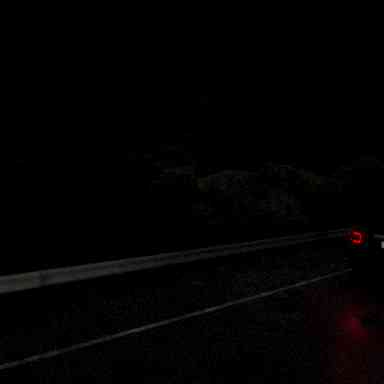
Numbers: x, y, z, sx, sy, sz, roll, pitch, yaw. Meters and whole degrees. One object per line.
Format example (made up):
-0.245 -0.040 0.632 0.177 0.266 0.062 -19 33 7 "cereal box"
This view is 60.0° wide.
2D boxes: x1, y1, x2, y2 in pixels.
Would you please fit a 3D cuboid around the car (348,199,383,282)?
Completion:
6.182 1.184 8.513 5.566 2.045 2.150 0 0 -38 "car"
